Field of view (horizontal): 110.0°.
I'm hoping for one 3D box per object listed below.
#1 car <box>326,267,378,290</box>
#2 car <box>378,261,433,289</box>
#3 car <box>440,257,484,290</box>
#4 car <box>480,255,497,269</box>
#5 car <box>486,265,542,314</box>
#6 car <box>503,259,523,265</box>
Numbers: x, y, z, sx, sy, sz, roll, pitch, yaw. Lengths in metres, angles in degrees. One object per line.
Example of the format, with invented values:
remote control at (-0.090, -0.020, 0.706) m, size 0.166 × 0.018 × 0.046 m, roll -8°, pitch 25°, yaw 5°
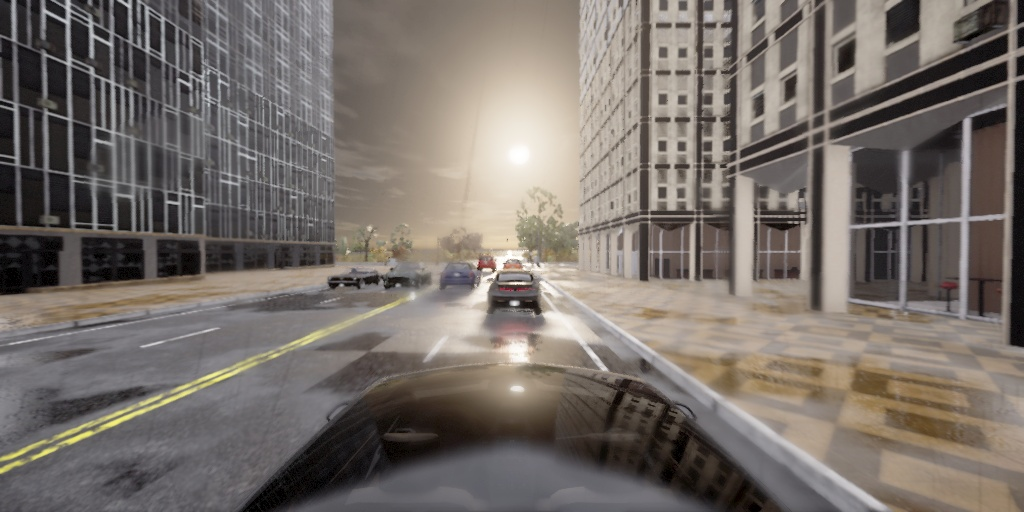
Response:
car at (-9.754, 1.367, 22.740) m, size 1.895 × 1.301 × 4.718 m, roll 0°, pitch 0°, yaw 0°
car at (-6.504, 1.117, 22.799) m, size 2.097 × 1.767 × 4.553 m, roll 0°, pitch 0°, yaw 0°
car at (-3.154, 1.098, 22.729) m, size 2.097 × 1.767 × 4.553 m, roll 0°, pitch 0°, yaw 0°
car at (-3.158, 0.949, 45.900) m, size 2.150 × 2.045 × 5.566 m, roll 0°, pitch 0°, yaw 0°
car at (0.098, 1.252, 13.820) m, size 1.837 × 1.490 × 4.892 m, roll 0°, pitch 0°, yaw 0°
car at (0.094, 1.088, 38.774) m, size 2.097 × 1.767 × 4.553 m, roll 0°, pitch 0°, yaw 0°
